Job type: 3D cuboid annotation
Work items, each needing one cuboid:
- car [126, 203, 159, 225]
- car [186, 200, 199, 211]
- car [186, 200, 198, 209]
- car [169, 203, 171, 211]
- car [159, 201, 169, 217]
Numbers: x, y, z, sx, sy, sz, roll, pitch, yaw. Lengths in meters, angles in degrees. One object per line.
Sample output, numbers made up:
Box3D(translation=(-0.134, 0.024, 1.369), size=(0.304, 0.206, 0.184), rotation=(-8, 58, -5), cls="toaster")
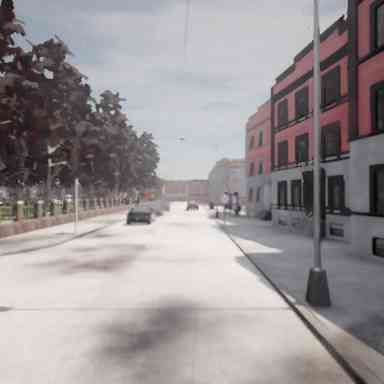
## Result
Box3D(translation=(-4.094, 1.790, 27.391), size=(1.882, 1.535, 5.008), rotation=(0, -1, 0), cls="car")
Box3D(translation=(0.119, 2.110, 51.360), size=(1.812, 1.442, 4.674), rotation=(0, -1, 0), cls="car")
Box3D(translation=(0.023, 2.246, 61.493), size=(2.033, 1.411, 5.357), rotation=(0, -1, 0), cls="car")
Box3D(translation=(-4.060, 2.047, 47.688), size=(1.837, 1.490, 4.892), rotation=(0, -1, 0), cls="car")
Box3D(translation=(-4.091, 1.972, 37.289), size=(2.033, 1.411, 5.357), rotation=(0, -1, 0), cls="car")
